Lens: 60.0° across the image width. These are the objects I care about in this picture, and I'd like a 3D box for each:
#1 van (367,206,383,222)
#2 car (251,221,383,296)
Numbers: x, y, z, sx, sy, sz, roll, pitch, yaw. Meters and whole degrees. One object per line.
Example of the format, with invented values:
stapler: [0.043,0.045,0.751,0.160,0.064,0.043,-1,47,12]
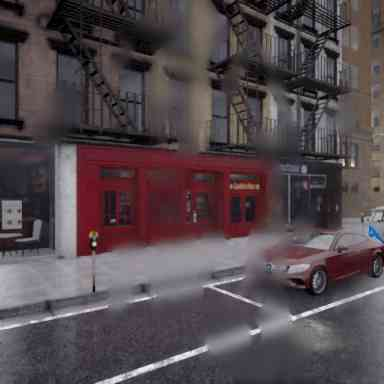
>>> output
van: [7.814,1.340,11.720,3.998,1.788,1.690,0,0,-35]
car: [3.403,1.582,8.595,4.206,1.307,1.802,0,0,-35]
